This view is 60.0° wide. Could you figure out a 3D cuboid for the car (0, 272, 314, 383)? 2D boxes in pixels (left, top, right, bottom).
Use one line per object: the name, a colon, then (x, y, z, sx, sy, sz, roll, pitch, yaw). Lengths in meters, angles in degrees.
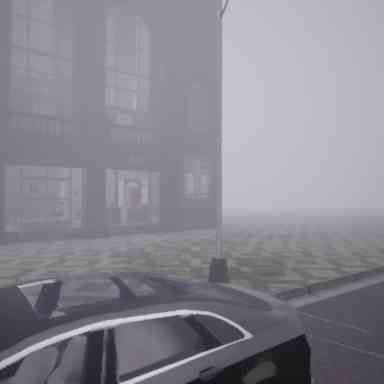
car: (-1.139, 1.495, 2.444, 4.902, 1.511, 2.128, 1, 0, -35)
